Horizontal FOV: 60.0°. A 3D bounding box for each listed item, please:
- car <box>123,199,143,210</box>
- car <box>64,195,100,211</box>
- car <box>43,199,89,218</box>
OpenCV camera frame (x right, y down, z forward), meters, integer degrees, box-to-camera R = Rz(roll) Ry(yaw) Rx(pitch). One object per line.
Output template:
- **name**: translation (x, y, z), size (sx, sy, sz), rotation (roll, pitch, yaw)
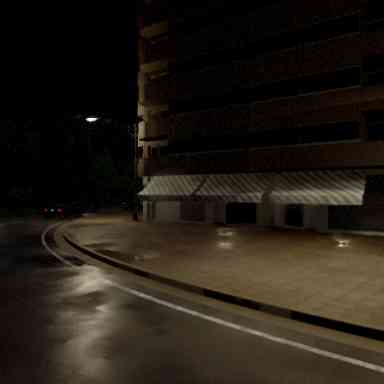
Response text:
- **car**: translation (-7.494, 1.668, 45.877), size (1.837, 1.490, 4.892), rotation (0, 0, 29)
- **car**: translation (-13.520, 1.355, 40.828), size (2.150, 2.045, 5.566), rotation (0, 0, 17)
- **car**: translation (-11.904, 1.646, 31.188), size (2.033, 1.411, 5.357), rotation (0, 0, 3)
